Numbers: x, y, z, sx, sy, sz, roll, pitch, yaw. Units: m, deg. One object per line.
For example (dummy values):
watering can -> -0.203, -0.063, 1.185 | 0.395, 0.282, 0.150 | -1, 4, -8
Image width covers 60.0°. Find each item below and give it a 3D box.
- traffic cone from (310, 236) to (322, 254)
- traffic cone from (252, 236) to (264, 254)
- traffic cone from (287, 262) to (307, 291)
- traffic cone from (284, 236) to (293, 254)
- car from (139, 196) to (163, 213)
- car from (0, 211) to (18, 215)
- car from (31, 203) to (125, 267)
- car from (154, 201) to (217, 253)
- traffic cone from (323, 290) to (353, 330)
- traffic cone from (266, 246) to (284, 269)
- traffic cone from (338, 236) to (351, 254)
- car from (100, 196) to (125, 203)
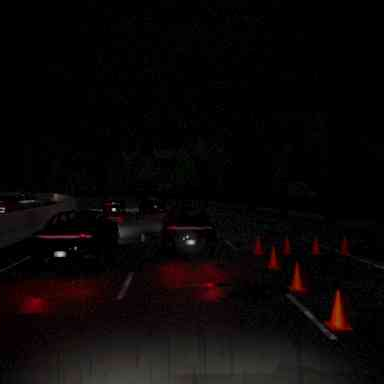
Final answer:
traffic cone -> 4.273, 1.820, 11.457 | 0.340, 0.580, 0.340 | 0, 1, -1
traffic cone -> 2.274, 1.816, 11.422 | 0.340, 0.580, 0.340 | 0, 1, -1
traffic cone -> 2.343, 1.866, 7.423 | 0.340, 0.580, 0.340 | 0, 1, -1
traffic cone -> 3.274, 1.818, 11.439 | 0.340, 0.580, 0.340 | 0, 1, -1
car -> -3.783, 1.079, 30.818 | 1.882, 1.535, 5.008 | 0, 1, -16
car -> -12.436, 1.049, 21.396 | 2.097, 1.767, 4.553 | 0, 1, -13
car -> -3.588, 1.343, 10.922 | 2.128, 1.511, 4.902 | 0, 1, -5
car -> -0.263, 1.327, 12.848 | 2.128, 1.511, 4.902 | 0, 1, -5
traffic cone -> 2.377, 1.891, 5.423 | 0.340, 0.580, 0.340 | 0, 1, -1
traffic cone -> 2.308, 1.841, 9.422 | 0.340, 0.580, 0.340 | 0, 1, -1
traffic cone -> 5.273, 1.823, 11.474 | 0.340, 0.580, 0.340 | 0, 1, -1
car -> -6.866, 1.122, 28.921 | 1.837, 1.490, 4.892 | 0, 1, -15
